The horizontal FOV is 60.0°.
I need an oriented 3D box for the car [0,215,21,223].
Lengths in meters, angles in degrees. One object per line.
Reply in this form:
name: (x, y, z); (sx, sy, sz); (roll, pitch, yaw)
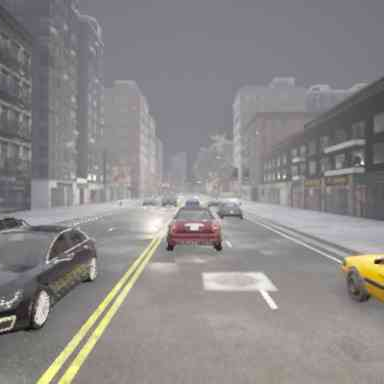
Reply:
car: (-6.608, 1.502, 10.258); (1.837, 1.490, 4.892); (0, 0, 0)

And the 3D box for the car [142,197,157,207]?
car: (-6.564, 1.538, 52.454); (2.033, 1.411, 5.357); (0, 0, 1)

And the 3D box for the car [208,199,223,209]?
car: (3.239, 1.624, 46.819); (1.895, 1.301, 4.718); (0, 0, 0)

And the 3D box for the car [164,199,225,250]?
car: (0.091, 1.373, 14.564); (2.097, 1.767, 4.553); (0, 0, 0)

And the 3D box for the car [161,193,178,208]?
car: (-3.326, 1.221, 49.666); (2.150, 2.045, 5.566); (0, 0, 0)

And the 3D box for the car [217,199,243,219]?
car: (3.290, 1.593, 29.288); (1.994, 1.385, 4.181); (0, 0, 1)

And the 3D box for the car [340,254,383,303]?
car: (4.219, 1.479, 5.299); (1.801, 1.575, 5.366); (0, 0, 0)

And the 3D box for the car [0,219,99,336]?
car: (-3.357, 1.507, 6.925); (1.837, 1.490, 4.892); (0, 0, 0)
